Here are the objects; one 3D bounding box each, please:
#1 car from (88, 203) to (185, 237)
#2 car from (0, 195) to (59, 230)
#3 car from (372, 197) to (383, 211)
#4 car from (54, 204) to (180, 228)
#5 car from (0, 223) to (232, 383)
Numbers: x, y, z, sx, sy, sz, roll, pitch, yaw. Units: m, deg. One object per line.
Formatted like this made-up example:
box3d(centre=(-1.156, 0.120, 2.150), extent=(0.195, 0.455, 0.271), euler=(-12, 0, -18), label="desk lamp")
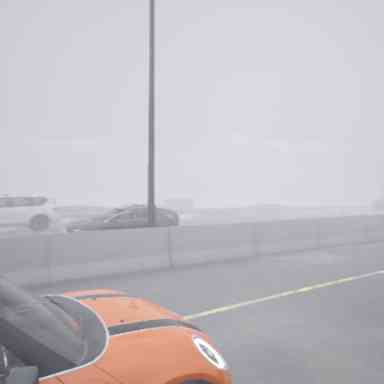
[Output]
box3d(centre=(-3.022, 1.455, 18.572), extent=(4.902, 1.511, 2.128), euler=(0, 0, -32), label="car")
box3d(centre=(-10.120, 1.161, 18.133), extent=(5.566, 2.045, 2.150), euler=(0, 0, -34), label="car")
box3d(centre=(24.223, 1.249, 39.669), extent=(5.566, 2.045, 2.150), euler=(0, 0, -20), label="car")
box3d(centre=(-3.047, 1.460, 14.408), extent=(4.902, 1.511, 2.128), euler=(0, 0, -33), label="car")
box3d(centre=(-1.836, 1.342, 2.324), extent=(4.553, 1.767, 2.097), euler=(0, 0, -36), label="car")
